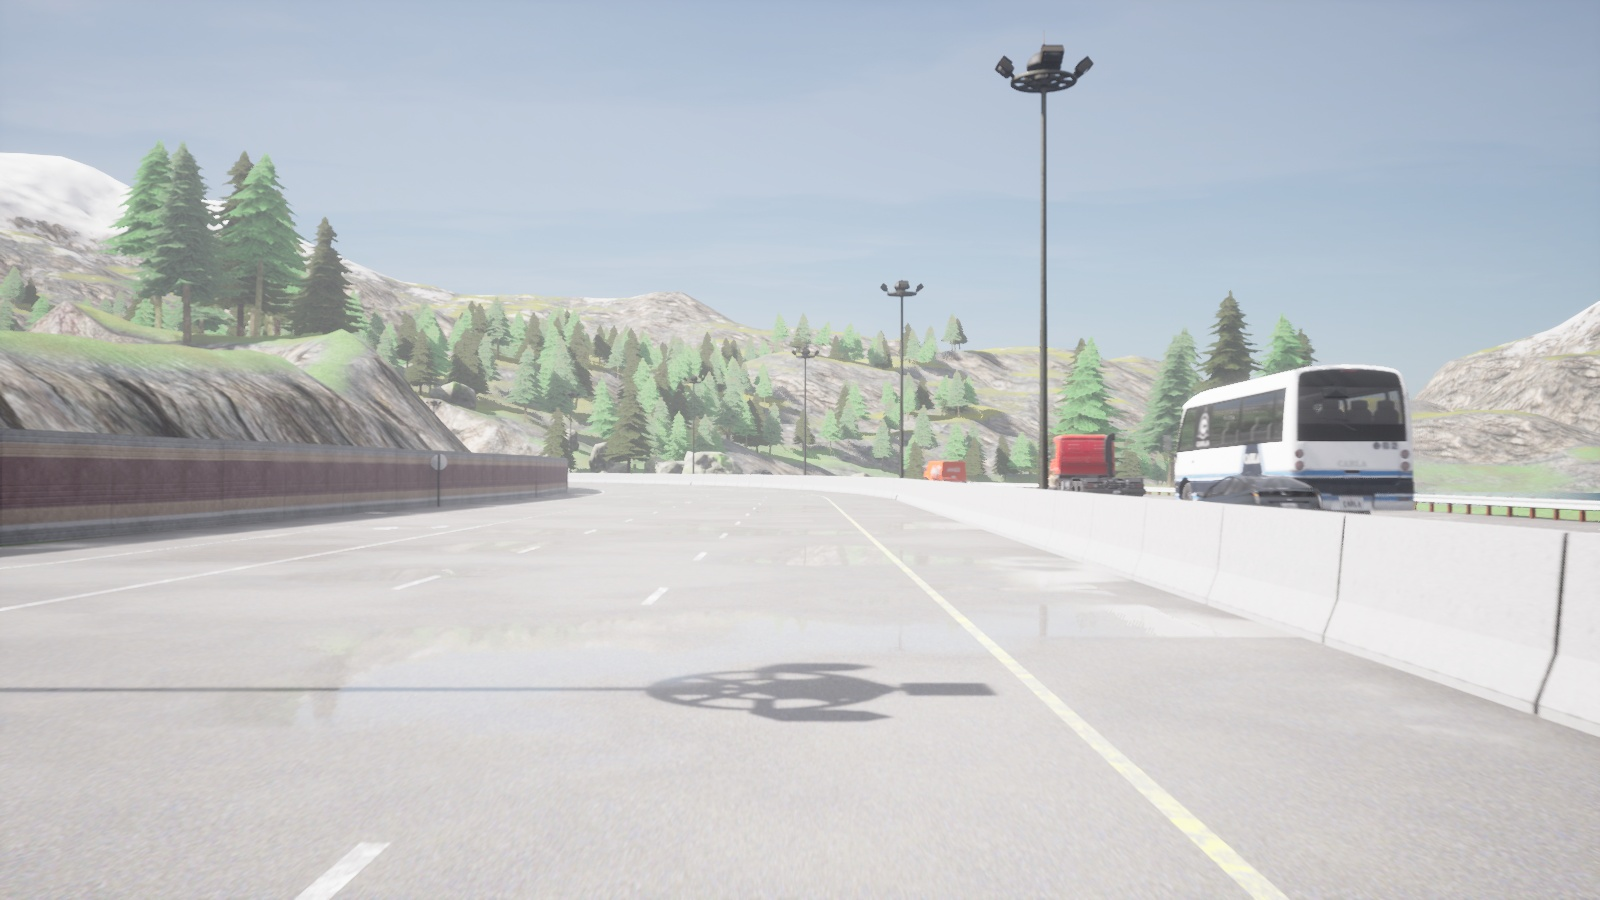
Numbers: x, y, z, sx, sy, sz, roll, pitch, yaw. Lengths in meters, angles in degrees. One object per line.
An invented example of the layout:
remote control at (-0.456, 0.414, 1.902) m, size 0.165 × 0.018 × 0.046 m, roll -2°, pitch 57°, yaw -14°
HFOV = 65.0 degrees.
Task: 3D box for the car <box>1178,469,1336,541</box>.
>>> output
car at (10.432, 1.206, 29.055) m, size 2.007 × 1.525 × 4.514 m, roll 0°, pitch -1°, yaw 0°

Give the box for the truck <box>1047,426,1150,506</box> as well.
truck at (13.857, 0.764, 58.938) m, size 2.891 × 3.462 × 7.936 m, roll 0°, pitch -1°, yaw 0°

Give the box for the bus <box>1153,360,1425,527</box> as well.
bus at (13.907, 0.004, 37.143) m, size 3.944 × 4.253 × 10.273 m, roll 0°, pitch -2°, yaw 0°
